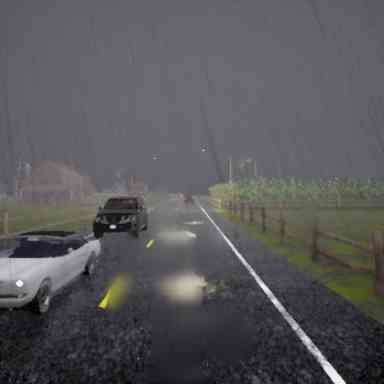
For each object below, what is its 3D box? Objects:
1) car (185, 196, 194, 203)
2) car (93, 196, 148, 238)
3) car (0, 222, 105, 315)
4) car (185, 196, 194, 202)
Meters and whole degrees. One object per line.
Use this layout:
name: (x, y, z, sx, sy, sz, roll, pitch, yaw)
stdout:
car: (-0.573, 1.627, 71.954, 1.882, 1.535, 5.008, 0, 0, 0)
car: (-3.731, 1.272, 18.331, 2.150, 2.045, 5.566, 0, 0, -1)
car: (-3.651, 1.637, 7.767, 1.895, 1.301, 4.718, 0, 0, 0)
car: (-0.658, 1.636, 82.375, 2.033, 1.411, 5.357, 0, 0, 0)
